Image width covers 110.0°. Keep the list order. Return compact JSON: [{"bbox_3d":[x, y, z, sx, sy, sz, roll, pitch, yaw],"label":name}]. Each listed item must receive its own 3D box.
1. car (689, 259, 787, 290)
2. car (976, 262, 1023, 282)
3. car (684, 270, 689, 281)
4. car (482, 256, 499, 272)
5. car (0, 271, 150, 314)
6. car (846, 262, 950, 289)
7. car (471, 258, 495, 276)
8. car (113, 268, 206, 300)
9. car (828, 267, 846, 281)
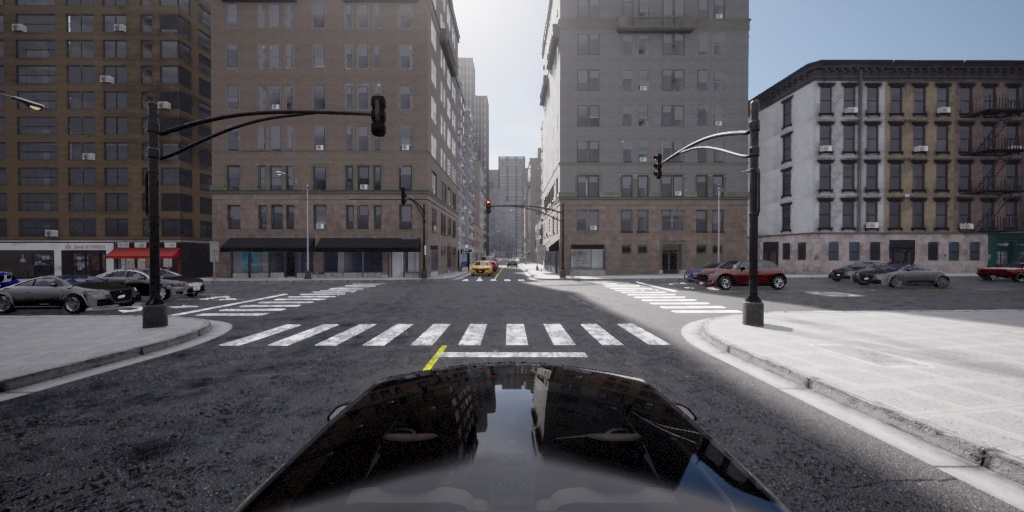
[{"bbox_3d":[13.346,0.994,21.089,4.553,1.767,2.097,0,1,-1],"label":"car"},{"bbox_3d":[34.989,1.057,24.463,4.718,1.301,1.895,0,1,-1],"label":"car"},{"bbox_3d":[14.173,1.127,24.365,4.674,1.442,1.812,0,1,0],"label":"car"},{"bbox_3d":[-3.124,0.984,47.482,2.150,2.045,5.566,0,0,0],"label":"car"},{"bbox_3d":[-17.527,1.442,14.251,4.181,1.385,1.994,0,1,0],"label":"car"},{"bbox_3d":[22.889,1.142,21.162,4.181,1.385,1.994,0,1,-1],"label":"car"},{"bbox_3d":[-3.115,1.233,37.526,1.882,1.535,5.008,0,0,0],"label":"car"},{"bbox_3d":[-17.797,1.335,17.510,4.902,1.511,2.128,0,1,1],"label":"car"},{"bbox_3d":[24.193,1.097,24.426,4.181,1.385,1.994,0,1,-1],"label":"car"}]
